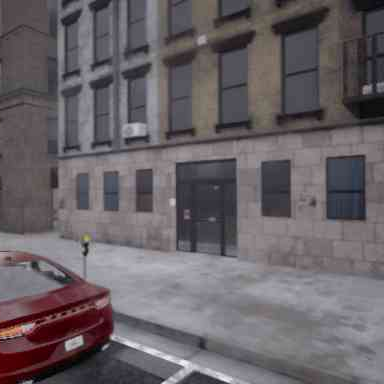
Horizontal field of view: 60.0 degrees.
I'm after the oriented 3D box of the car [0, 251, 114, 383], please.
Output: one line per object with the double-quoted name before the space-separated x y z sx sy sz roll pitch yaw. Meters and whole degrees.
"car" -3.146 1.586 5.054 4.507 1.381 1.887 -1 0 35
